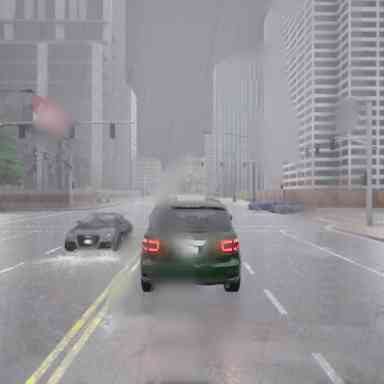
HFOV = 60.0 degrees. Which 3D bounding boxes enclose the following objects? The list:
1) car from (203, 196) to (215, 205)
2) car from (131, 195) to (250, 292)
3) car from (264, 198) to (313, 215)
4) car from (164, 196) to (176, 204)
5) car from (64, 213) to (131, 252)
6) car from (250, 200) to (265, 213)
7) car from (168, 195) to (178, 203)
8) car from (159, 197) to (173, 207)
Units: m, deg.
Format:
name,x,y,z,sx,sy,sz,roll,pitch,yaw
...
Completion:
name,x,y,z,sx,sy,sz,roll,pitch,yaw
car,3.048,1.504,59.898,1.837,1.490,4.892,0,0,0
car,-0.027,1.221,9.056,2.150,2.045,5.566,0,0,0
car,9.829,1.564,33.241,4.181,1.385,1.994,0,0,-9
car,-4.120,1.525,62.634,1.812,1.442,4.674,0,0,0
car,-3.679,1.564,13.749,1.994,1.385,4.181,0,0,0
car,8.844,1.477,37.282,5.008,1.535,1.882,0,0,-1
car,-4.159,1.478,73.091,1.882,1.535,5.008,0,0,-1
car,-4.054,1.505,52.414,1.837,1.490,4.892,0,0,0
